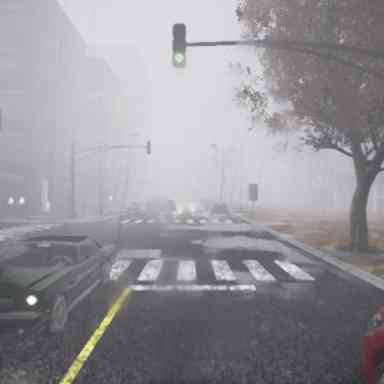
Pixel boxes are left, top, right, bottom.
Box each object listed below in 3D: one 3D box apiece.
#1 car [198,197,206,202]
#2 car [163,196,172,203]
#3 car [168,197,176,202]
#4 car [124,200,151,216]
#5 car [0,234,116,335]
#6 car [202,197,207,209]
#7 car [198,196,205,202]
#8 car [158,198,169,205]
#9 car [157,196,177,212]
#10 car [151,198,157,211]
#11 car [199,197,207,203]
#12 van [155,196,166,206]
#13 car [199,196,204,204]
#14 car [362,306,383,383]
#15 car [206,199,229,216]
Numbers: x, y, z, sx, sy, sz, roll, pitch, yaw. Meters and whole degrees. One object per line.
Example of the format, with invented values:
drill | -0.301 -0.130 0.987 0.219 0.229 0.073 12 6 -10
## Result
car | 2.676 1.984 88.937 2.008 1.369 4.403 0 0 0
car | -5.703 1.811 77.872 1.967 1.590 4.097 0 0 0
car | -5.706 2.017 94.468 2.008 1.369 4.403 0 0 0
car | -5.694 1.694 33.610 2.008 1.369 4.403 0 0 0
car | -3.001 1.629 6.863 1.895 1.301 4.718 0 0 0
car | 2.683 1.723 44.847 1.752 1.417 4.829 0 0 0
car | 2.675 1.906 94.469 1.967 1.590 4.097 0 0 0
car | -5.700 1.893 66.805 1.802 1.307 4.206 0 0 0
car | -3.008 1.679 42.907 1.882 1.535 5.008 0 0 0
car | -5.697 1.748 44.676 2.008 1.369 4.403 0 0 0
car | 2.677 1.946 83.405 1.887 1.381 4.507 0 0 0
van | -5.699 1.623 61.275 1.690 1.788 3.998 0 0 0
car | 2.681 1.864 61.274 1.802 1.307 4.206 0 0 0
car | 2.692 1.320 1.224 2.192 1.841 5.009 0 0 0
car | 2.686 1.688 33.611 1.887 1.381 4.507 0 0 0
